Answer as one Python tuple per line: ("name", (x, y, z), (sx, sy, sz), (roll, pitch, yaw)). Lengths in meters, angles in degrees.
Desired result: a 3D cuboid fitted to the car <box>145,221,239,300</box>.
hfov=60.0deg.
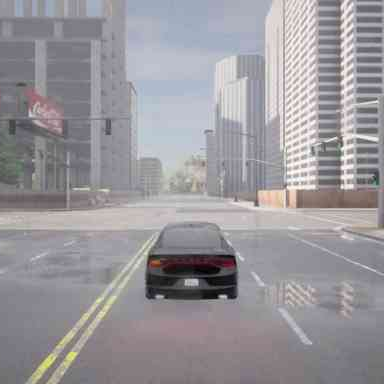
("car", (-0.003, 1.478, 8.464), (1.882, 1.535, 5.008), (0, 0, 0))
